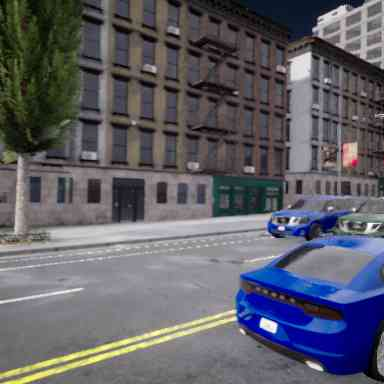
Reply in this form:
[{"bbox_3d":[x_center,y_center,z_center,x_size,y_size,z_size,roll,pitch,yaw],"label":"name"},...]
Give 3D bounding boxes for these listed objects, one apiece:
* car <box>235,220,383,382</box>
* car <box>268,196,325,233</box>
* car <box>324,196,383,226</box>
[{"bbox_3d":[2.965,1.491,5.561,5.008,1.535,1.882,0,0,-35],"label":"car"},{"bbox_3d":[6.132,1.214,16.043,5.566,2.045,2.150,0,0,-35],"label":"car"},{"bbox_3d":[8.021,1.214,13.399,5.566,2.045,2.150,0,0,-35],"label":"car"}]
